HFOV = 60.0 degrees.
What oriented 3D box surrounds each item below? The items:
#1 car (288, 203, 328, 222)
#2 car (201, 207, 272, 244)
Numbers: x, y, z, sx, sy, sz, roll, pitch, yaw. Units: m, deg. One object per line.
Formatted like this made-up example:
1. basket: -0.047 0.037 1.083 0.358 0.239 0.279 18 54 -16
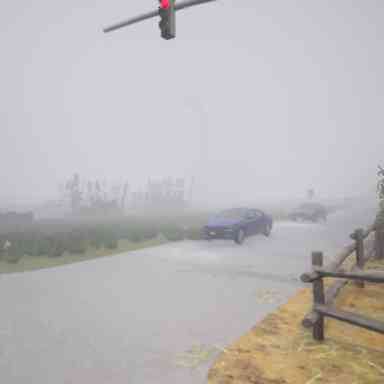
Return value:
1. car: 9.441 1.554 26.641 2.033 1.411 5.357 -1 0 35
2. car: 2.338 1.525 16.566 1.882 1.535 5.008 -1 0 35
